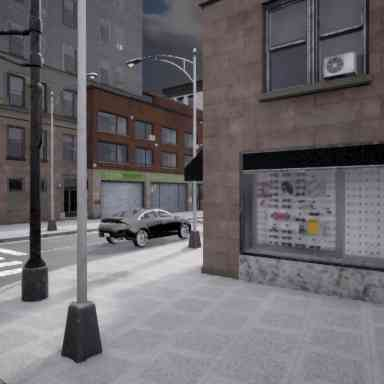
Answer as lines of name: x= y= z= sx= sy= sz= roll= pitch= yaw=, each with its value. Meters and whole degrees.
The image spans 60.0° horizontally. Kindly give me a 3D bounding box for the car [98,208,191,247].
car: x=-1.920 y=1.459 z=14.979 sx=2.128 sy=1.511 sz=4.902 roll=0 pitch=0 yaw=35
